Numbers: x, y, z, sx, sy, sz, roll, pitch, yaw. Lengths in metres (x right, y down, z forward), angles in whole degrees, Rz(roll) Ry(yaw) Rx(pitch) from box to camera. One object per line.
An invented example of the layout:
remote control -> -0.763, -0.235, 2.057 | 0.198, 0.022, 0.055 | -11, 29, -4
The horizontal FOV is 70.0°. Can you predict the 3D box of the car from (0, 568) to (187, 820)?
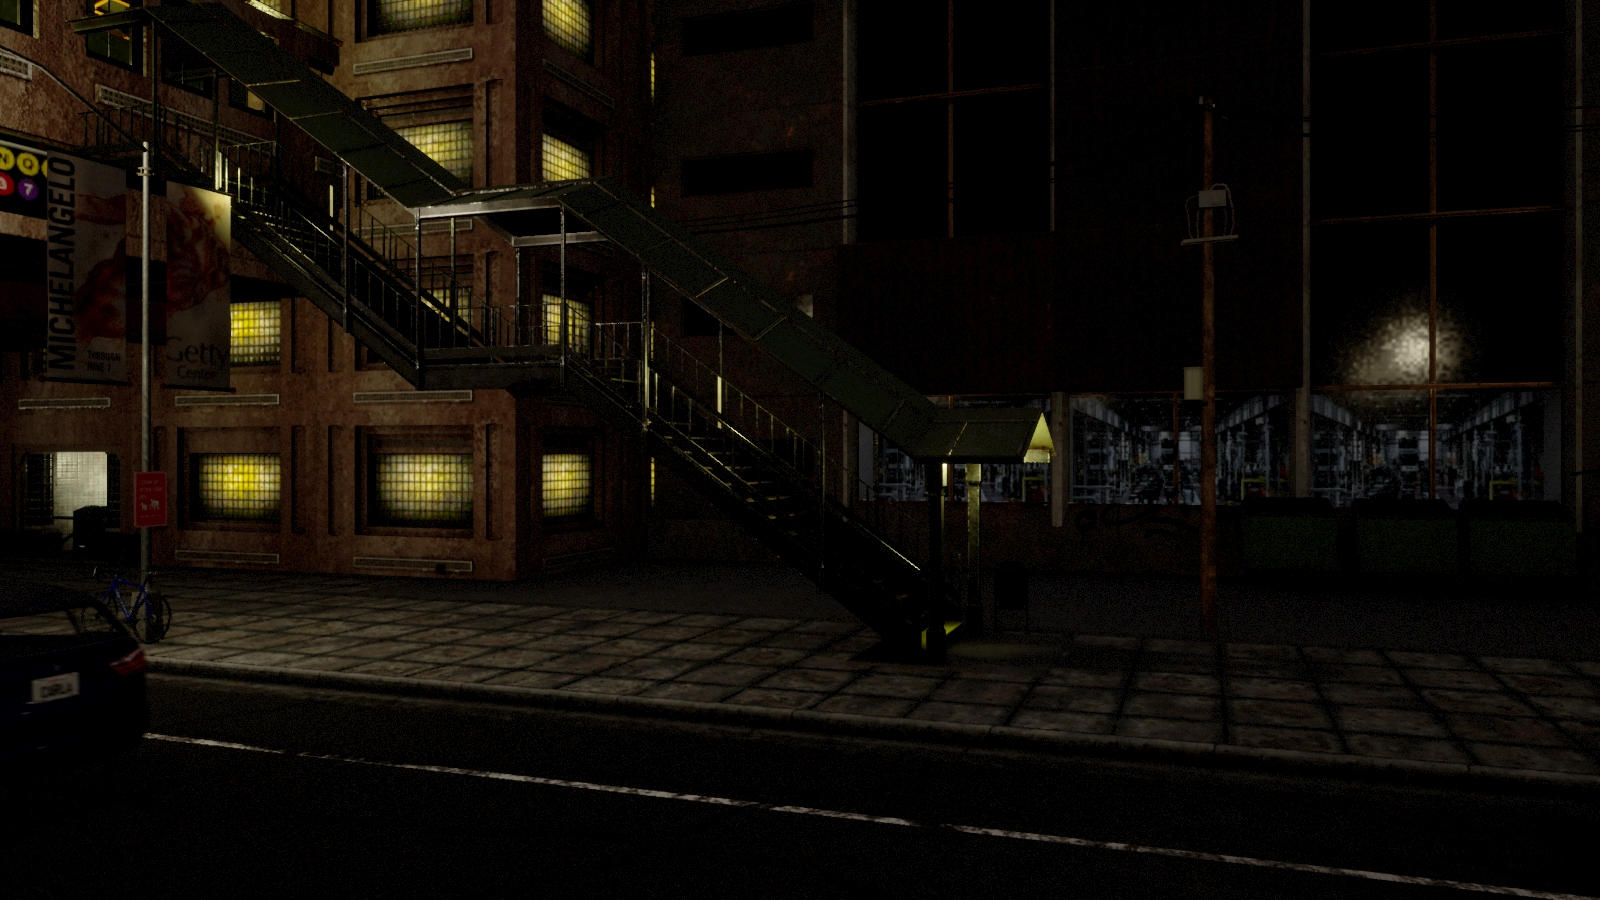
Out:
car -> -8.028, 1.967, 9.937 | 4.611, 1.667, 2.242 | 0, 0, 20
